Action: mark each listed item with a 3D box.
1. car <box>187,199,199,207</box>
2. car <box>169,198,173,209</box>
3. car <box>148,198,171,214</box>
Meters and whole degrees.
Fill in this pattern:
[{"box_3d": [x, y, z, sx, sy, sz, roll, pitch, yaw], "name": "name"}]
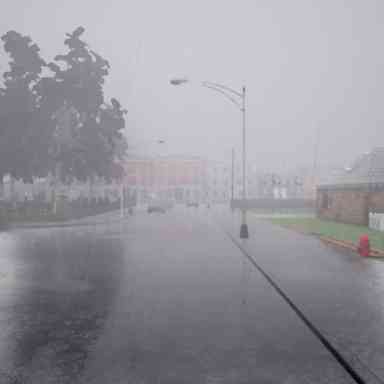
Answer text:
[{"box_3d": [0.088, 1.922, 57.918, 1.994, 1.385, 4.181, 0, 0, -2], "name": "car"}, {"box_3d": [-3.976, 1.658, 49.488, 2.097, 1.767, 4.553, 0, 0, 1], "name": "car"}, {"box_3d": [-4.028, 1.791, 39.339, 2.033, 1.411, 5.357, 0, 0, 0], "name": "car"}]
